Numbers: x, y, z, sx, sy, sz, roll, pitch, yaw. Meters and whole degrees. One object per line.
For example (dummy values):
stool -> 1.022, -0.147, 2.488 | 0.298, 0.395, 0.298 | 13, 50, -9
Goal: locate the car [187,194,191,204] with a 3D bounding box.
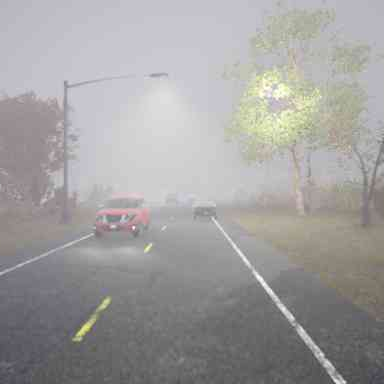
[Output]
car -> 0.028, 1.464, 63.103 | 1.812, 1.442, 4.674 | 0, 0, 0

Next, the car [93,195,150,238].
car -> -3.591, 1.206, 17.919 | 2.150, 2.045, 5.566 | 0, 0, 0

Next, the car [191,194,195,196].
car -> 1.069, 1.414, 44.269 | 1.801, 1.575, 5.366 | 0, 0, 0

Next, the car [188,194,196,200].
car -> 0.036, 1.274, 82.290 | 1.837, 1.490, 4.892 | 0, 0, 0

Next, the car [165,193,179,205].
car -> -3.511, 1.163, 59.158 | 2.150, 2.045, 5.566 | 0, 0, 1

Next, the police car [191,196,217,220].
police car -> 1.062, 1.400, 28.186 | 1.930, 1.638, 5.238 | 0, 0, 0
